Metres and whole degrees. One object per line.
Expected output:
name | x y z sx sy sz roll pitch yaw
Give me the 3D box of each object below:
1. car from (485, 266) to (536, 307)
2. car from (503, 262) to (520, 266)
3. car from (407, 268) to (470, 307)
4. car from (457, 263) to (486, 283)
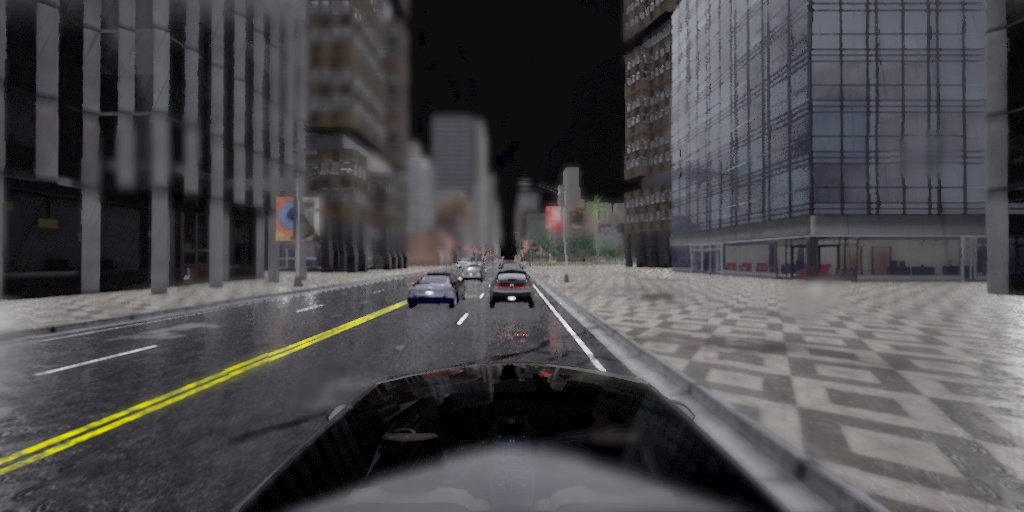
car | -0.003 1.377 16.143 1.837 1.490 4.892 0 0 0
car | -0.010 1.334 30.919 2.097 1.767 4.553 0 -1 0
car | -3.253 1.434 16.149 1.994 1.385 4.181 0 0 0
car | -3.261 1.530 30.837 2.033 1.411 5.357 0 0 0
